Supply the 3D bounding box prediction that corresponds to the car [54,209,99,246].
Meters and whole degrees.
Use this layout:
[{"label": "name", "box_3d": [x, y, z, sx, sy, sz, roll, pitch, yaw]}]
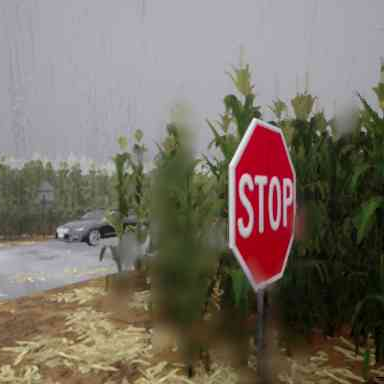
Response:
[{"label": "car", "box_3d": [-3.949, 1.510, 15.562, 2.128, 1.511, 4.902, 0, 0, 34]}]
